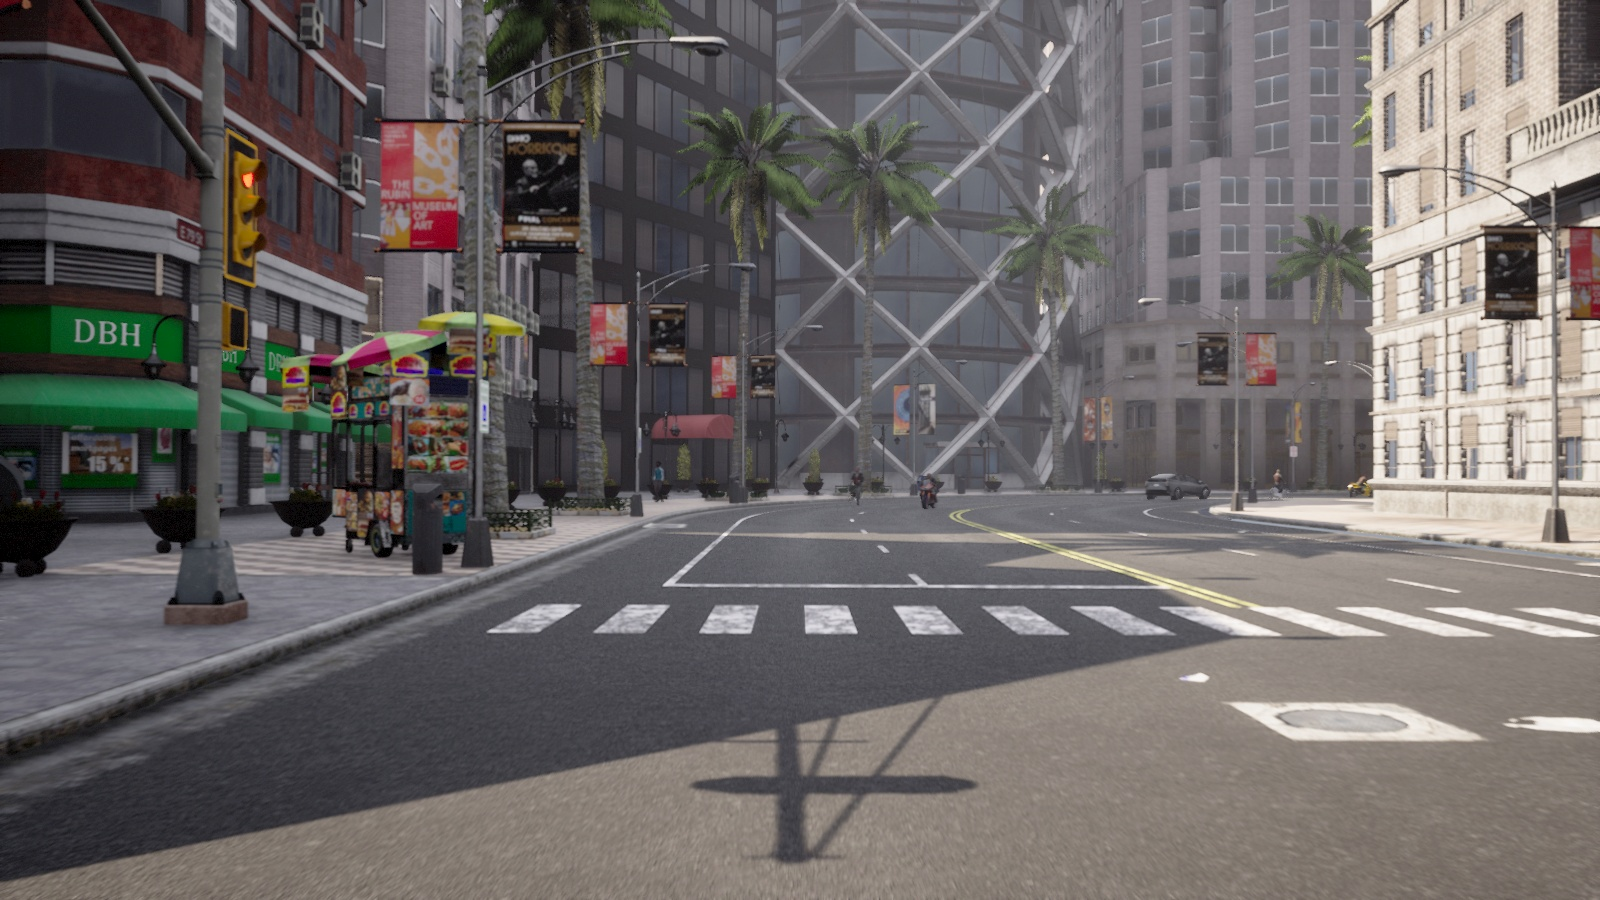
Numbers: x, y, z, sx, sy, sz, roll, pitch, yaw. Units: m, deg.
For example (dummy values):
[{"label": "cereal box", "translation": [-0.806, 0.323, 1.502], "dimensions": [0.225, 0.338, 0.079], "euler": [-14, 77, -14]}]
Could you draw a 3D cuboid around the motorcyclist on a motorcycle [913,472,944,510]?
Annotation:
[{"label": "motorcyclist on a motorcycle", "translation": [5.388, 1.707, 52.528], "dimensions": [0.866, 1.530, 2.191], "euler": [0, -1, 17]}]

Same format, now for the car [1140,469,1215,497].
[{"label": "car", "translation": [21.556, 1.873, 71.578], "dimensions": [4.514, 1.525, 2.007], "euler": [1, -1, -42]}]

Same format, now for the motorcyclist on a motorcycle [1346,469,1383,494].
[{"label": "motorcyclist on a motorcycle", "translation": [35.179, 1.966, 78.267], "dimensions": [2.044, 1.523, 0.797], "euler": [0, -1, -14]}]

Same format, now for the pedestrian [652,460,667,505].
[{"label": "pedestrian", "translation": [-6.119, 1.412, 54.723], "dimensions": [0.396, 1.930, 0.692], "euler": [-1, -1, 22]}]
